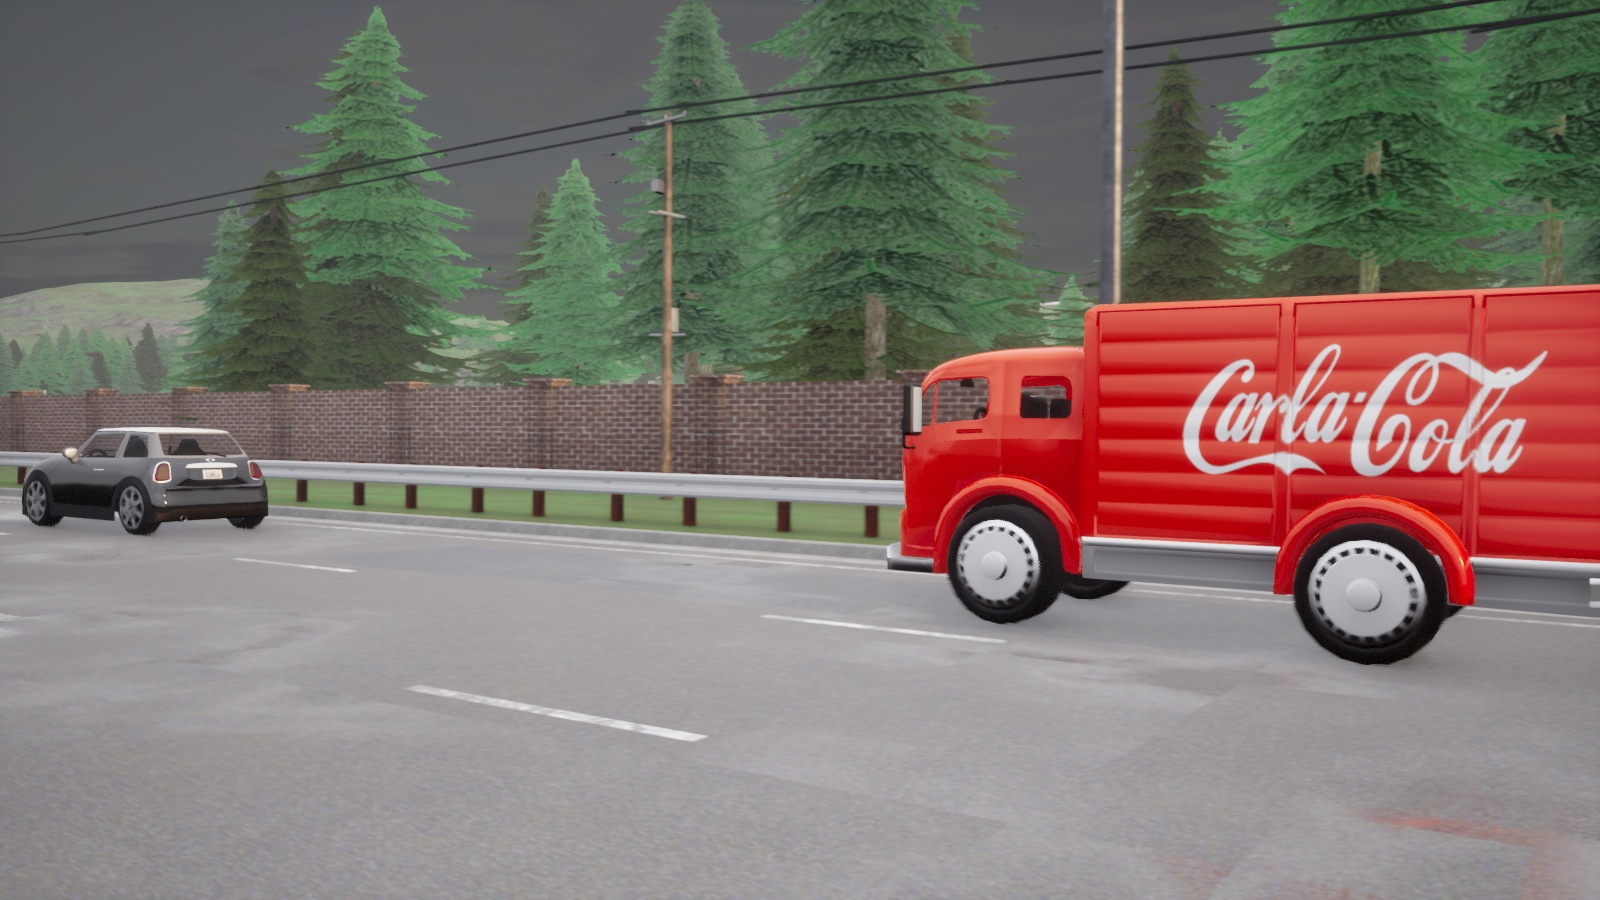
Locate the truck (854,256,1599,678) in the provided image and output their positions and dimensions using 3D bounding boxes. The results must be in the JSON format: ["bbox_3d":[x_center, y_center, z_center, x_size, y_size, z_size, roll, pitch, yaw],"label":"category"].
[{"bbox_3d":[3.340,0.081,9.798,5.204,2.467,2.627,0,1,34],"label":"truck"}]

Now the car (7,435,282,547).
[{"bbox_3d":[-9.646,0.533,18.433,3.806,1.475,1.970,0,1,34],"label":"car"}]
